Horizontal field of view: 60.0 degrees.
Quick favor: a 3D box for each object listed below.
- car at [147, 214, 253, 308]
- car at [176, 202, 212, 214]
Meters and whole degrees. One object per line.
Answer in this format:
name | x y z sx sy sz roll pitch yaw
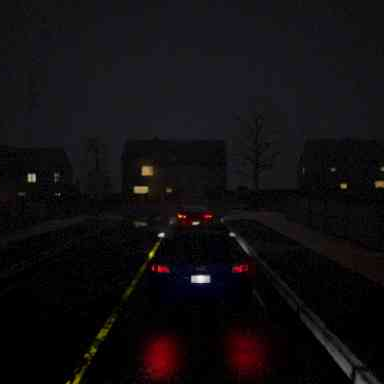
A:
car | 0.125 1.442 7.741 1.994 1.385 4.181 0 1 -1
car | 0.107 1.258 17.669 1.812 1.442 4.674 0 1 -1
